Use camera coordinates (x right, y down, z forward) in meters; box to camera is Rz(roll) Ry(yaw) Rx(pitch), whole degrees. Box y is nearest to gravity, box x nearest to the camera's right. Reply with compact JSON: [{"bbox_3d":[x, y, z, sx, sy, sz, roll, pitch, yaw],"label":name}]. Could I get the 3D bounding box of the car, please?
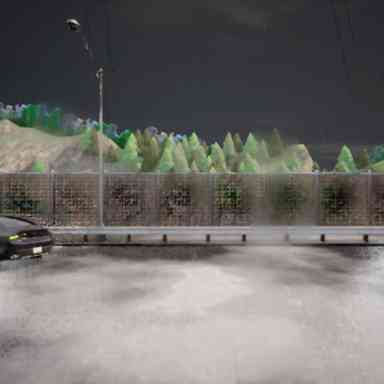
[{"bbox_3d":[-6.830,1.487,10.898,4.892,1.490,1.837,0,-2,23],"label":"car"}]
